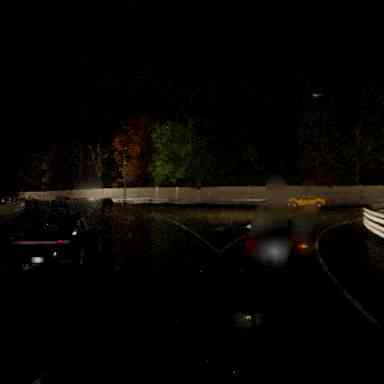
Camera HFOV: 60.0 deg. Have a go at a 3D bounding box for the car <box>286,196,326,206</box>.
[{"bbox_3d":[14.653,1.228,42.831,5.008,1.535,1.882,0,0,5],"label":"car"}]

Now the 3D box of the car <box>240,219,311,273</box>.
[{"bbox_3d":[2.711,1.576,10.844,1.994,1.385,4.181,0,0,14],"label":"car"}]

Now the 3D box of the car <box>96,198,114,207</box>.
[{"bbox_3d":[-14.234,1.682,54.258,1.837,1.490,4.892,0,0,-32],"label":"car"}]

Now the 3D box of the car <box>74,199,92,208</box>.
[{"bbox_3d":[-17.291,1.750,52.554,1.994,1.385,4.181,0,0,-32],"label":"car"}]

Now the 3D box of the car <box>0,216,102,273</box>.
[{"bbox_3d":[-4.193,1.533,10.930,2.128,1.511,4.902,0,0,-6],"label":"car"}]

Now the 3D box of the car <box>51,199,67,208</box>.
[{"bbox_3d":[-20.349,1.721,50.851,1.812,1.442,4.674,0,0,-32],"label":"car"}]
